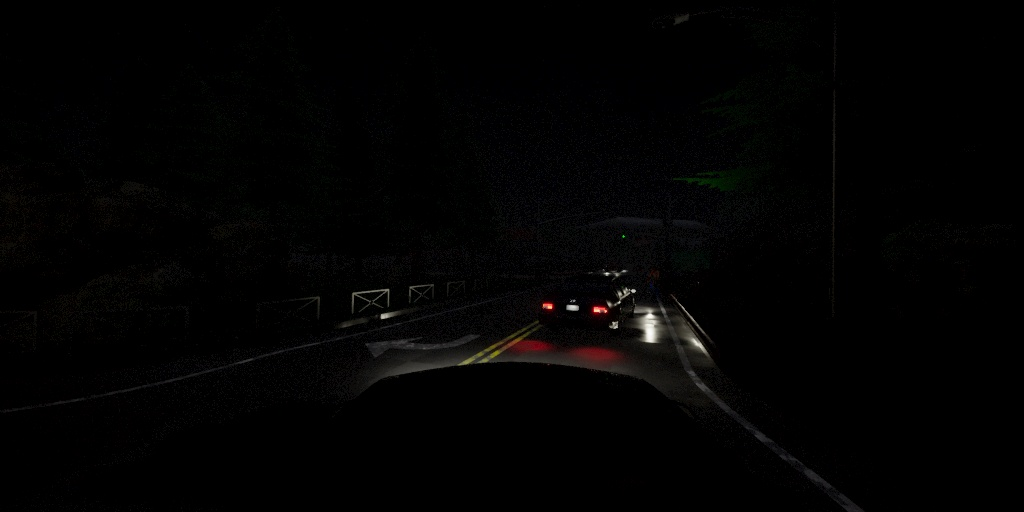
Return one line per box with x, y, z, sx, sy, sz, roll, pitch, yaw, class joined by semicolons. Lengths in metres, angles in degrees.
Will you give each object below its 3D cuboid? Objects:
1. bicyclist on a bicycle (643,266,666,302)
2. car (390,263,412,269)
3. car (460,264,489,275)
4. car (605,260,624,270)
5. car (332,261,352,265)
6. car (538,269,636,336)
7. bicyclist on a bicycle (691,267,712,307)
6.586;1.294;16.503;1.656;1.620;0.582;1;-1;-31;bicyclist on a bicycle
-14.303;1.586;48.356;4.181;1.385;1.994;1;-1;21;car
-4.937;1.698;44.867;4.181;1.385;1.994;1;-1;20;car
16.919;1.710;59.822;2.150;2.045;5.566;1;-1;20;car
-24.037;1.457;52.282;5.357;1.411;2.033;1;-1;24;car
2.400;1.253;10.337;2.033;1.411;5.357;1;-1;24;car
8.017;1.305;15.106;1.656;1.620;0.582;1;-1;-34;bicyclist on a bicycle
